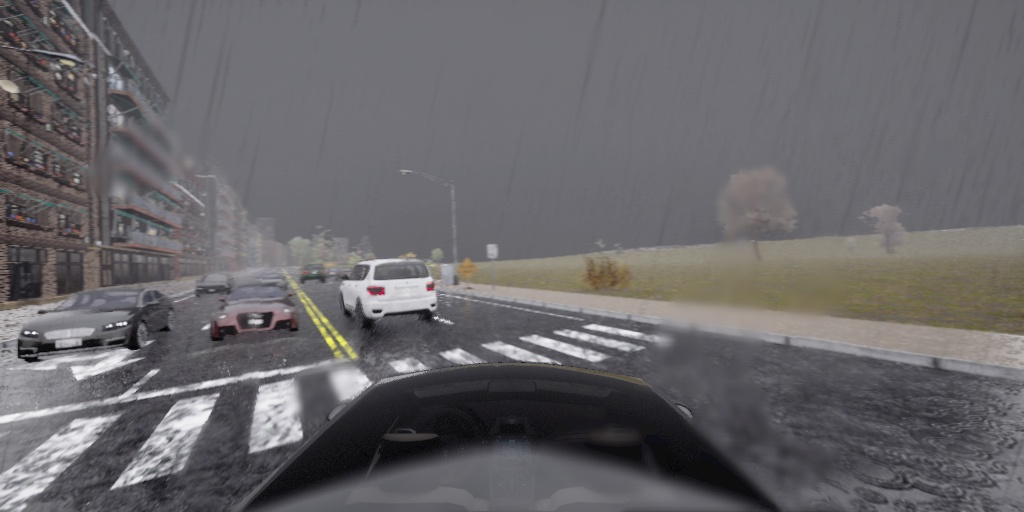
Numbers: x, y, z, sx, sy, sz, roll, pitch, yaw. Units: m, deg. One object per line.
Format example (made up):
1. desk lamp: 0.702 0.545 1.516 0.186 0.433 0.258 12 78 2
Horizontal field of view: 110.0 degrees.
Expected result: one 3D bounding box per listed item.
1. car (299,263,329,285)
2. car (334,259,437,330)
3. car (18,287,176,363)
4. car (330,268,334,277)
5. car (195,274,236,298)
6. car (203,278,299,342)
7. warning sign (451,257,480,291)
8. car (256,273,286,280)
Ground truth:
1. car: -20.746 1.800 37.300 2.150 2.045 5.566 -2 0 -32
2. car: -4.449 1.149 12.410 2.150 2.045 5.566 -2 0 -33
3. car: -10.805 1.638 9.725 2.128 1.511 4.902 -2 0 -33
4. car: -18.052 1.978 39.136 2.128 1.511 4.902 -2 0 -33
5. car: -21.168 2.041 25.759 1.882 1.535 5.008 -2 0 -33
6. car: -7.882 1.610 11.195 1.994 1.385 4.181 -2 0 -33
7. warning sign: -2.464 0.994 20.238 1.300 1.860 1.060 0 0 -33
8. car: -18.736 2.046 27.988 1.994 1.385 4.181 -2 0 -33
